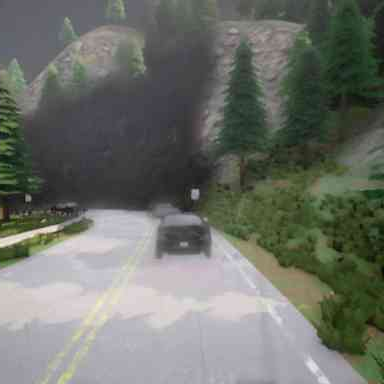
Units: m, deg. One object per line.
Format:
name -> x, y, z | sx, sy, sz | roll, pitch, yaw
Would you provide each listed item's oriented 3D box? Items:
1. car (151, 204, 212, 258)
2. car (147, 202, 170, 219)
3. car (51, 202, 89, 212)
car -> -0.362, 1.457, 12.728 | 1.882, 1.535, 5.008 | 0, 0, -3
car -> -2.409, 1.511, 26.747 | 1.994, 1.385, 4.181 | -2, 1, -17
car -> -14.053, 1.877, 37.882 | 5.357, 1.411, 2.033 | -2, 2, 39
